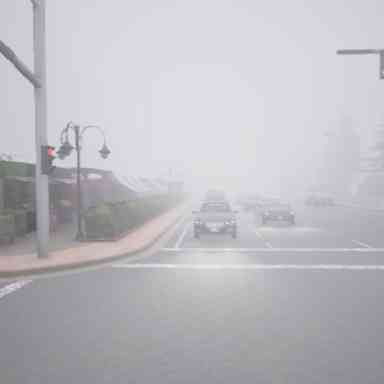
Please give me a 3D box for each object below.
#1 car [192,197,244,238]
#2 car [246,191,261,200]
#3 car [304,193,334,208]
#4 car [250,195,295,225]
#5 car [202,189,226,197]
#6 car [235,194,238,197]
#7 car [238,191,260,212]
[{"bbox_3d":[1.139,1.223,15.842,2.128,1.511,4.902,-1,1,6],"label":"car"},{"bbox_3d":[10.630,0.531,57.344,1.994,1.385,4.181,-1,1,3],"label":"car"},{"bbox_3d":[12.918,0.834,33.826,1.812,1.442,4.674,-1,1,3],"label":"car"},{"bbox_3d":[4.995,1.135,20.669,1.812,1.442,4.674,-1,1,3],"label":"car"},{"bbox_3d":[1.737,0.932,25.023,2.097,1.767,4.553,-1,1,3],"label":"car"},{"bbox_3d":[6.167,0.817,40.056,1.812,1.442,4.674,-1,1,3],"label":"car"},{"bbox_3d":[5.530,0.936,29.877,1.882,1.535,5.008,-1,1,3],"label":"car"}]
